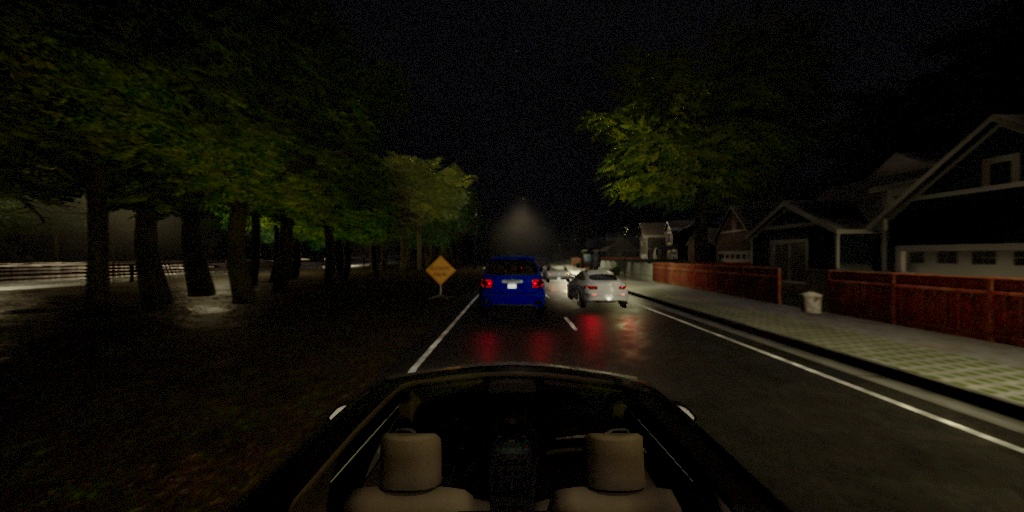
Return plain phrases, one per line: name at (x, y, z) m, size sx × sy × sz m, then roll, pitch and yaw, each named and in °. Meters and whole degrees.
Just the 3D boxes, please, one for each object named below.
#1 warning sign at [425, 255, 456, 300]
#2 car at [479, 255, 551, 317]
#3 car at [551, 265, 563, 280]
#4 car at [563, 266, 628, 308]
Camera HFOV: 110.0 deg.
warning sign at (-3.051, 0.892, 15.324) m, size 1.300 × 1.860 × 1.060 m, roll 0°, pitch 0°, yaw 0°
car at (0.027, 0.996, 13.487) m, size 2.150 × 2.045 × 5.566 m, roll 0°, pitch 0°, yaw 0°
car at (3.533, 1.380, 28.956) m, size 1.895 × 1.301 × 4.718 m, roll 0°, pitch 0°, yaw 1°
car at (3.547, 1.301, 15.332) m, size 1.812 × 1.442 × 4.674 m, roll 0°, pitch 0°, yaw 1°
